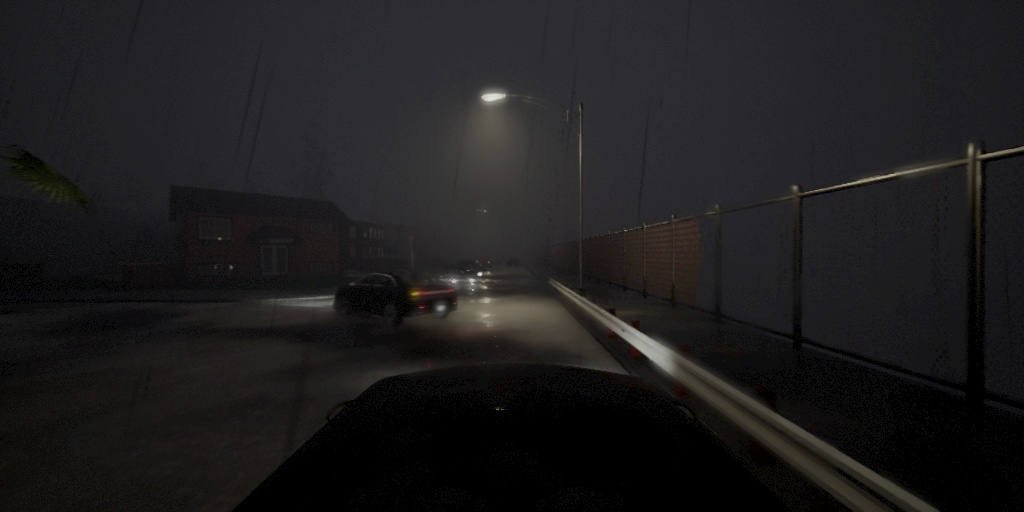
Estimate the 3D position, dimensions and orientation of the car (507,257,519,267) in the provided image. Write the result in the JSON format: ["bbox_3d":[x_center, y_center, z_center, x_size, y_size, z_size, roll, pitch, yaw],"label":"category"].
[{"bbox_3d":[0.137,0.960,56.469,1.837,1.490,4.892,0,0,0],"label":"car"}]

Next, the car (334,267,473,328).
[{"bbox_3d":[-3.787,1.191,11.268,4.902,1.511,2.128,0,0,40],"label":"car"}]

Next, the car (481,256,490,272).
[{"bbox_3d":[-4.047,1.082,41.882,2.033,1.411,5.357,0,0,0],"label":"car"}]

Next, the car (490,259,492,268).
[{"bbox_3d":[-3.966,0.832,51.971,2.097,1.767,4.553,0,0,0],"label":"car"}]

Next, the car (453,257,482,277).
[{"bbox_3d":[-4.074,1.092,32.017,1.837,1.490,4.892,0,0,0],"label":"car"}]
